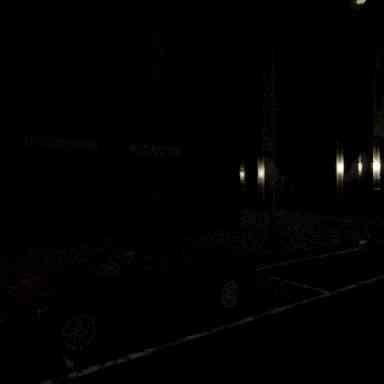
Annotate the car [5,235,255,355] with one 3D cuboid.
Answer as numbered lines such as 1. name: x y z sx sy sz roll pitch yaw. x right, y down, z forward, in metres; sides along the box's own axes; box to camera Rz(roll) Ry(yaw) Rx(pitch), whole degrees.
1. car: -0.829 1.530 6.061 4.507 1.381 1.887 0 0 -36

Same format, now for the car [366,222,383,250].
1. car: 8.292 1.474 12.569 4.403 1.369 2.008 0 0 -36
